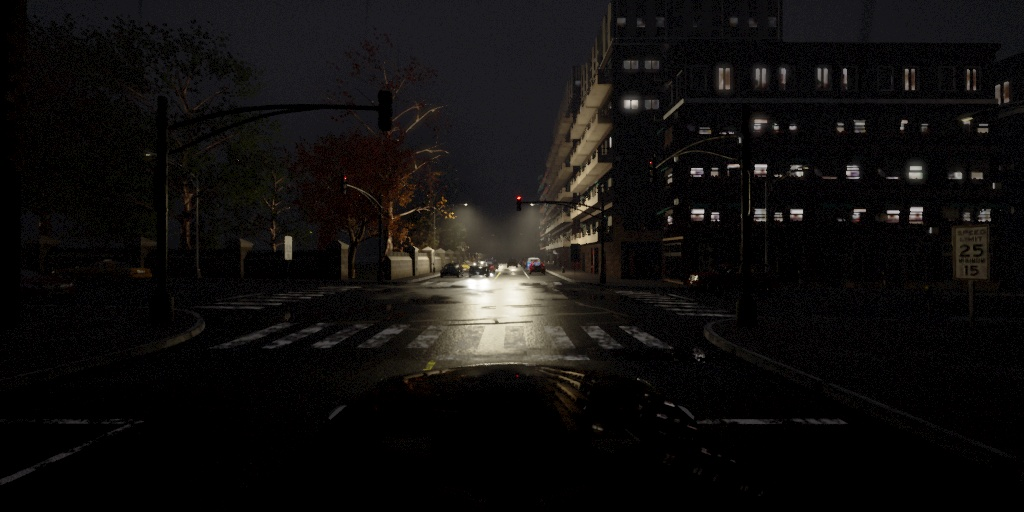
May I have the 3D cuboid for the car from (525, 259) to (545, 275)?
[{"bbox_3d":[2.733,1.314,39.925,1.888,1.381,4.507,0,0,0],"label":"car"}]

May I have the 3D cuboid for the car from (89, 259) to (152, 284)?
[{"bbox_3d":[-24.721,0.883,21.620,4.829,1.417,1.751,0,0,0],"label":"car"}]

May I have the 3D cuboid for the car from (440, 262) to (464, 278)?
[{"bbox_3d":[-5.654,1.330,34.304,1.948,1.339,4.313,0,0,0],"label":"car"}]

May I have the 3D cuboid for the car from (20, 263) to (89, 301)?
[{"bbox_3d":[-18.949,1.007,13.288,4.207,1.307,1.802,0,0,0],"label":"car"}]

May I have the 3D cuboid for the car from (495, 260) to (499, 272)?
[{"bbox_3d":[-3.049,1.338,44.545,1.994,1.385,4.181,0,0,0],"label":"car"}]

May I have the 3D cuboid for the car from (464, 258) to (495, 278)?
[{"bbox_3d":[-3.073,1.256,34.531,2.128,1.511,4.902,0,0,-1],"label":"car"}]

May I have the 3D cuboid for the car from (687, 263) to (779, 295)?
[{"bbox_3d":[13.472,1.353,21.942,5.009,1.841,2.192,0,0,0],"label":"car"}]

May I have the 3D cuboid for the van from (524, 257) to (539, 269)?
[{"bbox_3d":[2.740,1.116,45.555,1.690,1.789,3.998,0,0,0],"label":"van"}]

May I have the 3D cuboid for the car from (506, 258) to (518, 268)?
[{"bbox_3d":[0.067,1.304,62.598,1.837,1.490,4.892,0,0,0],"label":"car"}]

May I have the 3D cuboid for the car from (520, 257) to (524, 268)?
[{"bbox_3d":[2.752,1.230,56.815,1.967,1.591,4.097,0,0,0],"label":"car"}]
